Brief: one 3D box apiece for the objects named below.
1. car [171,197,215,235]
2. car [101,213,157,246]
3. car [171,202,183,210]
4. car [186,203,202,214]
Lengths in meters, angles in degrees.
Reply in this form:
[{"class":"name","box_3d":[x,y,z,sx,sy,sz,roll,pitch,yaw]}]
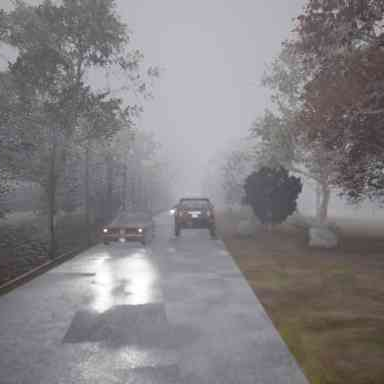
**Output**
[{"class":"car","box_3d":[0.151,1.314,19.366,2.150,2.045,5.566,0,-1,0]},{"class":"car","box_3d":[-2.821,1.667,15.729,1.895,1.301,4.718,0,0,0]},{"class":"car","box_3d":[-2.529,2.437,57.224,1.895,1.301,4.718,0,-2,1]},{"class":"car","box_3d":[0.257,2.068,42.641,1.895,1.301,4.718,0,-1,0]}]
